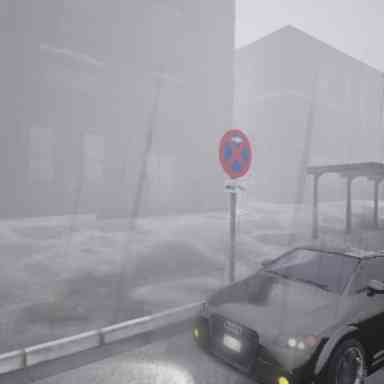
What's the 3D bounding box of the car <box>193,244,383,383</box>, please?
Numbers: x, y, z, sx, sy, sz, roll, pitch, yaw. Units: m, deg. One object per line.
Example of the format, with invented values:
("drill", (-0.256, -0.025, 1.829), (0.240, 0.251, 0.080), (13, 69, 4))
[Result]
("car", (2.076, 1.542, 4.999), (4.181, 1.385, 1.994), (0, 0, -36))
